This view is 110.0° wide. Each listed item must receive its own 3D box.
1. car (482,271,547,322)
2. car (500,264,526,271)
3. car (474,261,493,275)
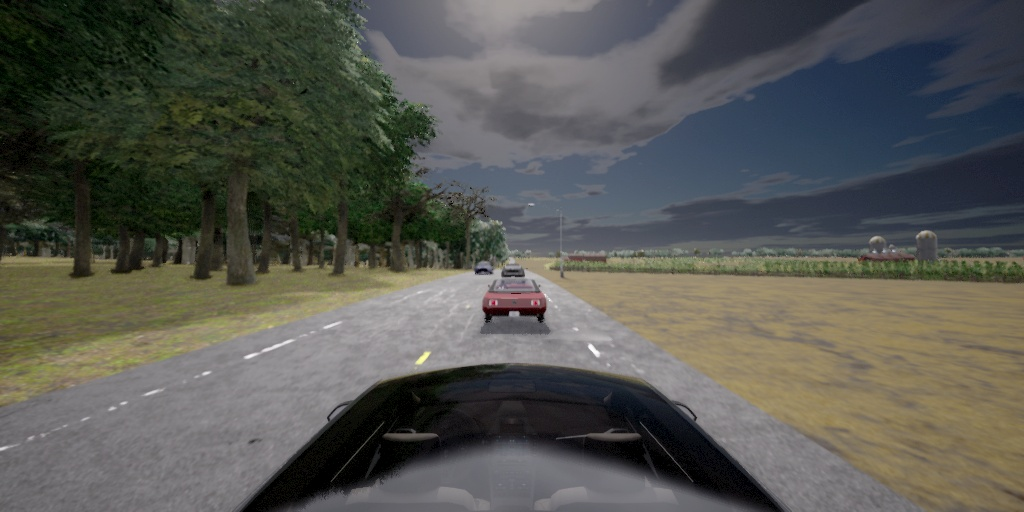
[{"bbox_3d":[0.080,1.383,12.483,1.895,1.301,4.718,0,0,0],"label":"car"},{"bbox_3d":[0.084,1.389,29.330,1.837,1.490,4.892,0,-1,0],"label":"car"},{"bbox_3d":[-3.586,1.473,46.067,2.097,1.767,4.553,0,-1,0],"label":"car"}]
